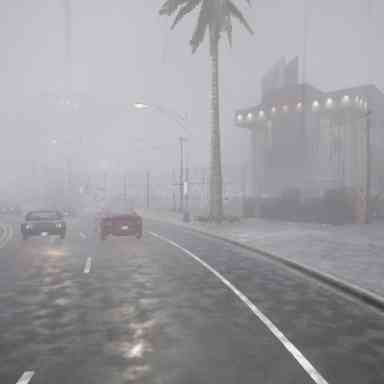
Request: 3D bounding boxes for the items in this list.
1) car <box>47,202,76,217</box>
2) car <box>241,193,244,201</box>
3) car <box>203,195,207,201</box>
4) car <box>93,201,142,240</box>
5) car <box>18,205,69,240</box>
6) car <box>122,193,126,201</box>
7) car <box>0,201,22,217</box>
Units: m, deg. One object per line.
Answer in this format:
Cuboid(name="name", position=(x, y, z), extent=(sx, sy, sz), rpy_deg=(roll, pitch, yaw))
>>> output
Cuboid(name="car", position=(-12.406, 1.582, 30.420), extent=(1.895, 1.301, 4.718), rpy_deg=(0, 0, -42))
Cuboid(name="car", position=(8.322, 1.387, 52.596), extent=(4.674, 1.452, 2.002), rpy_deg=(0, 0, 42))
Cuboid(name="car", position=(0.150, 1.532, 68.867), extent=(4.718, 1.301, 1.895), rpy_deg=(0, 0, 42))
Cuboid(name="car", position=(-3.945, 1.467, 17.167), extent=(1.882, 1.535, 5.008), rpy_deg=(0, 0, -22))
Cuboid(name="car", position=(-7.618, 1.590, 17.084), extent=(1.895, 1.301, 4.718), rpy_deg=(0, 0, -24))
Cuboid(name="car", position=(-11.778, 1.220, 55.252), extent=(4.553, 1.767, 2.185), rpy_deg=(0, 0, 42))
Cuboid(name="car", position=(-17.291, 1.529, 30.472), extent=(5.357, 1.411, 2.033), rpy_deg=(0, 0, 44))
